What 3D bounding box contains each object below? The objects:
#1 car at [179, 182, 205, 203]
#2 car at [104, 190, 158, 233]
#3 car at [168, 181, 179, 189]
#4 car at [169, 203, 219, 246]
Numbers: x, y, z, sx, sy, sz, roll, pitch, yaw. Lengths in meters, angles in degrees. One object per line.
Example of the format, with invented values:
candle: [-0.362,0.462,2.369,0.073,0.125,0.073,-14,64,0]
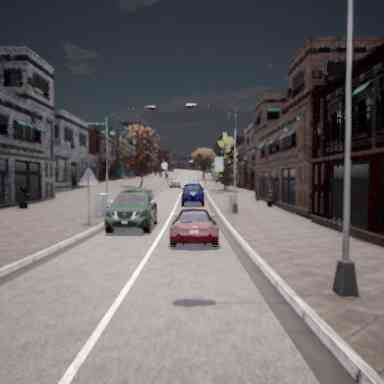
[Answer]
car: [0.088,0.144,32.773,2.150,2.045,5.566,0,4,0]
car: [-3.108,0.948,18.047,2.150,2.045,5.566,0,2,0]
car: [-3.053,-1.311,59.438,1.994,1.385,4.181,0,4,1]
car: [0.093,1.405,14.470,1.994,1.385,4.181,0,2,0]
